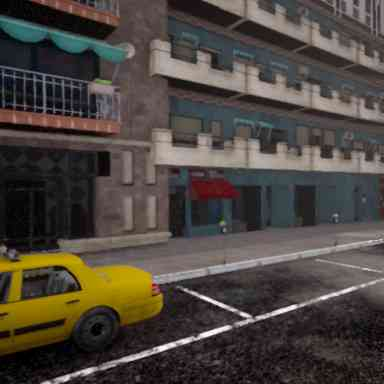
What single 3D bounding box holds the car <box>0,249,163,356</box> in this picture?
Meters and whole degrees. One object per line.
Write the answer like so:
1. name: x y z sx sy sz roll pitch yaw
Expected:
1. car: -2.757 1.527 4.606 4.829 1.417 1.752 0 -1 -35
